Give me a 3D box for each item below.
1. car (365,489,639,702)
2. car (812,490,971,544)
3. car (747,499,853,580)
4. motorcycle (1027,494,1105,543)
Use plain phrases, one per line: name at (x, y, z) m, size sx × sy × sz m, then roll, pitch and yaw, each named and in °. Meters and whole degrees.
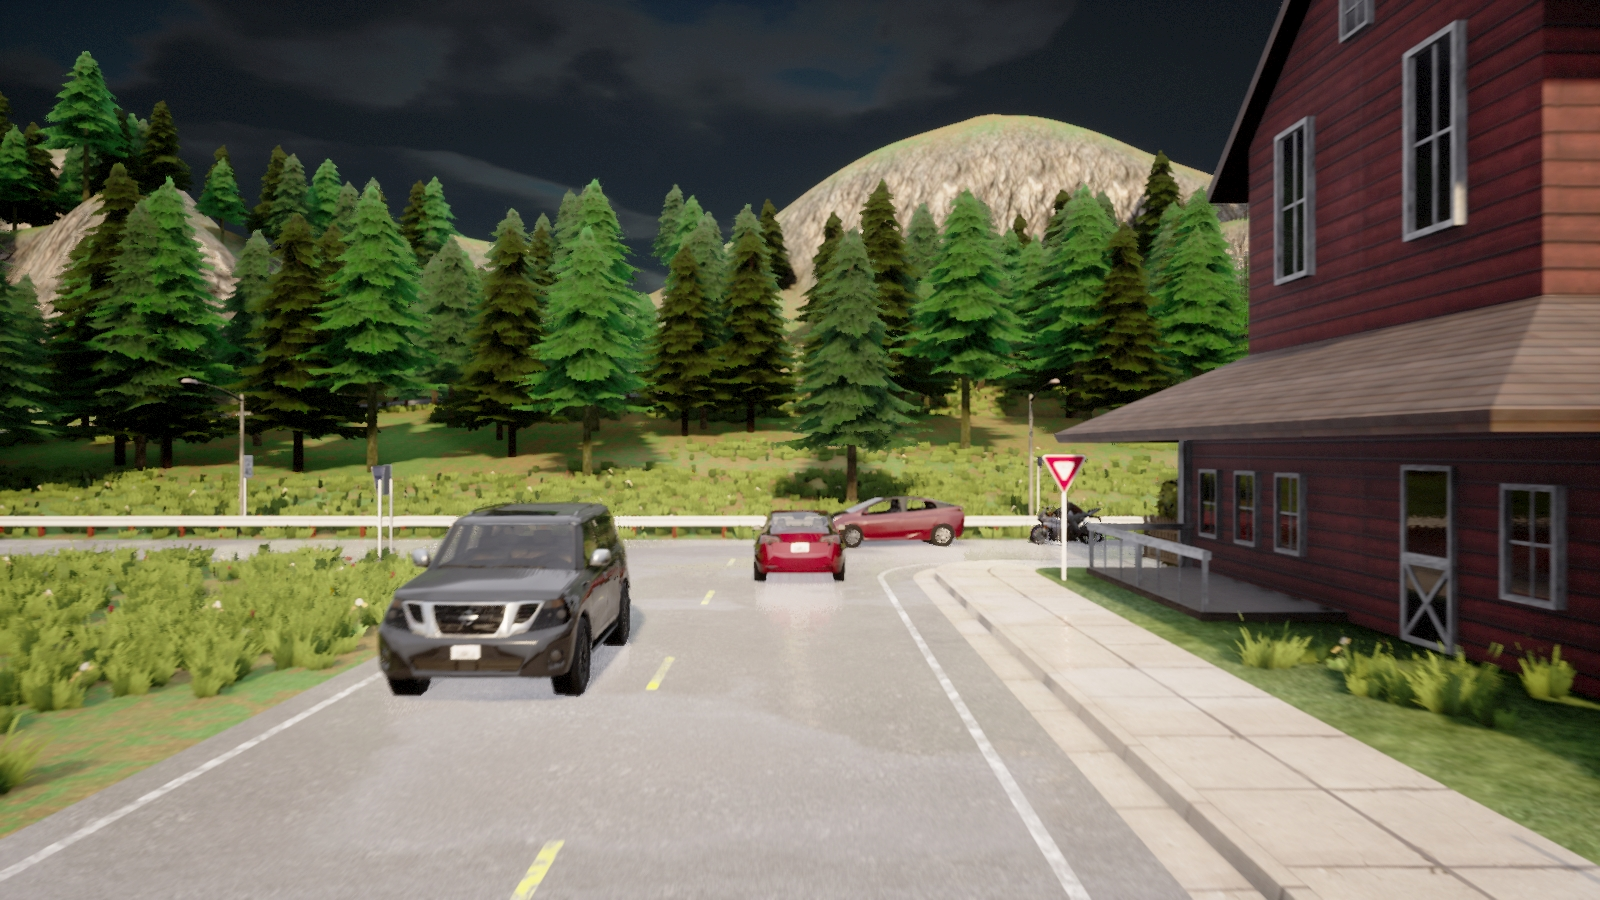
car at (-3.553, 1.638, 14.889) m, size 2.150 × 2.045 × 5.566 m, roll 0°, pitch 0°, yaw 0°
car at (2.766, 2.020, 34.959) m, size 4.514 × 1.525 × 2.007 m, roll 0°, pitch 0°, yaw -9°
car at (-0.014, 1.930, 25.850) m, size 2.163 × 1.488 × 4.792 m, roll 0°, pitch 0°, yaw 0°
motorcycle at (8.224, 2.101, 35.343) m, size 2.209 × 1.460 × 0.867 m, roll 0°, pitch 0°, yaw 0°
